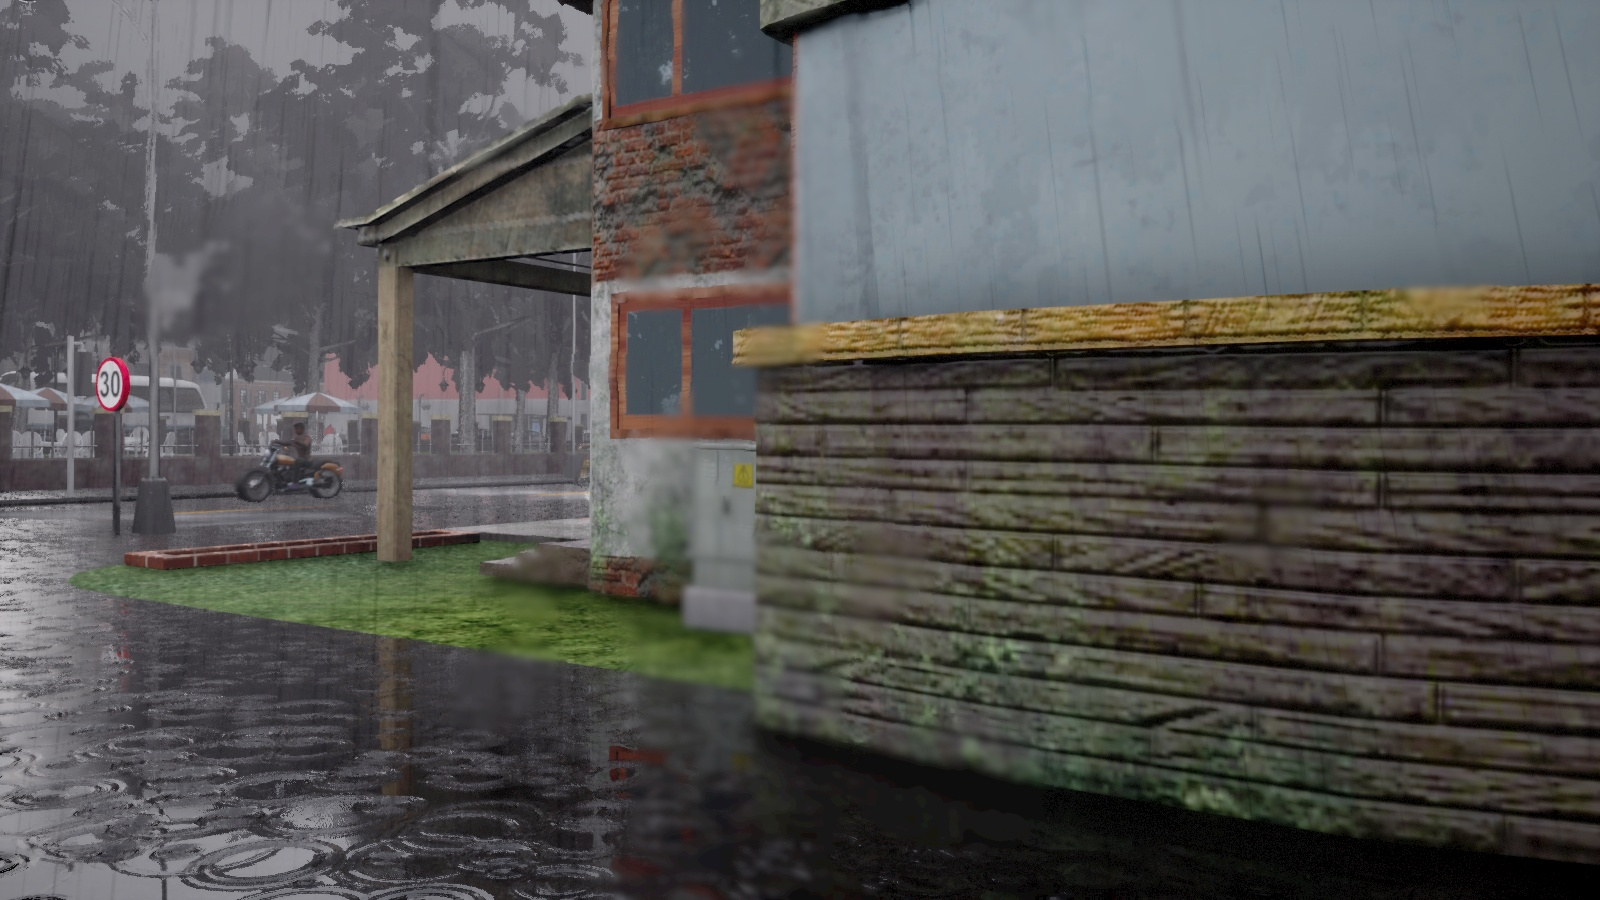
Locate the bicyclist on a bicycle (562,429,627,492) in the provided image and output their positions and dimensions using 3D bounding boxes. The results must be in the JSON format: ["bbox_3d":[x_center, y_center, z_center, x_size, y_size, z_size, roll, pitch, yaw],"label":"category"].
[{"bbox_3d":[-5.396,0.266,33.009,0.866,1.612,1.509,0,1,33],"label":"bicyclist on a bicycle"}]

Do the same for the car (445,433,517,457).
[{"bbox_3d":[-22.590,-0.351,89.155,2.033,1.649,4.856,0,1,33],"label":"car"}]

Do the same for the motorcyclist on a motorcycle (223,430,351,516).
[{"bbox_3d":[-10.369,0.428,25.485,0.766,1.649,2.350,0,1,33],"label":"motorcyclist on a motorcycle"}]

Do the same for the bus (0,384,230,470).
[{"bbox_3d":[-36.694,-1.238,67.764,3.944,4.253,10.273,0,1,33],"label":"bus"}]
